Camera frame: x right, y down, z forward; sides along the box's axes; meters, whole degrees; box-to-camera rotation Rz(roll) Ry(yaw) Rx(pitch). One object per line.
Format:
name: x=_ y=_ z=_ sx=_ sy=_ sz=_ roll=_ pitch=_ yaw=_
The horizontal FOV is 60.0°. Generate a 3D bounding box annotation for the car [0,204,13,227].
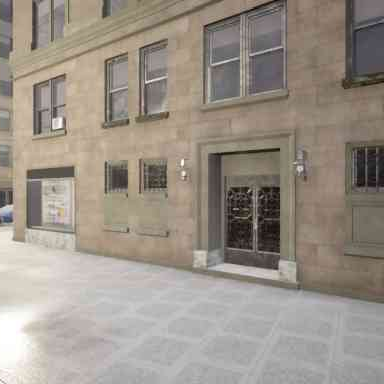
car: x=-11.879 y=1.515 z=23.026 sx=2.033 sy=1.411 sz=5.357 roll=0 pitch=0 yaw=39
